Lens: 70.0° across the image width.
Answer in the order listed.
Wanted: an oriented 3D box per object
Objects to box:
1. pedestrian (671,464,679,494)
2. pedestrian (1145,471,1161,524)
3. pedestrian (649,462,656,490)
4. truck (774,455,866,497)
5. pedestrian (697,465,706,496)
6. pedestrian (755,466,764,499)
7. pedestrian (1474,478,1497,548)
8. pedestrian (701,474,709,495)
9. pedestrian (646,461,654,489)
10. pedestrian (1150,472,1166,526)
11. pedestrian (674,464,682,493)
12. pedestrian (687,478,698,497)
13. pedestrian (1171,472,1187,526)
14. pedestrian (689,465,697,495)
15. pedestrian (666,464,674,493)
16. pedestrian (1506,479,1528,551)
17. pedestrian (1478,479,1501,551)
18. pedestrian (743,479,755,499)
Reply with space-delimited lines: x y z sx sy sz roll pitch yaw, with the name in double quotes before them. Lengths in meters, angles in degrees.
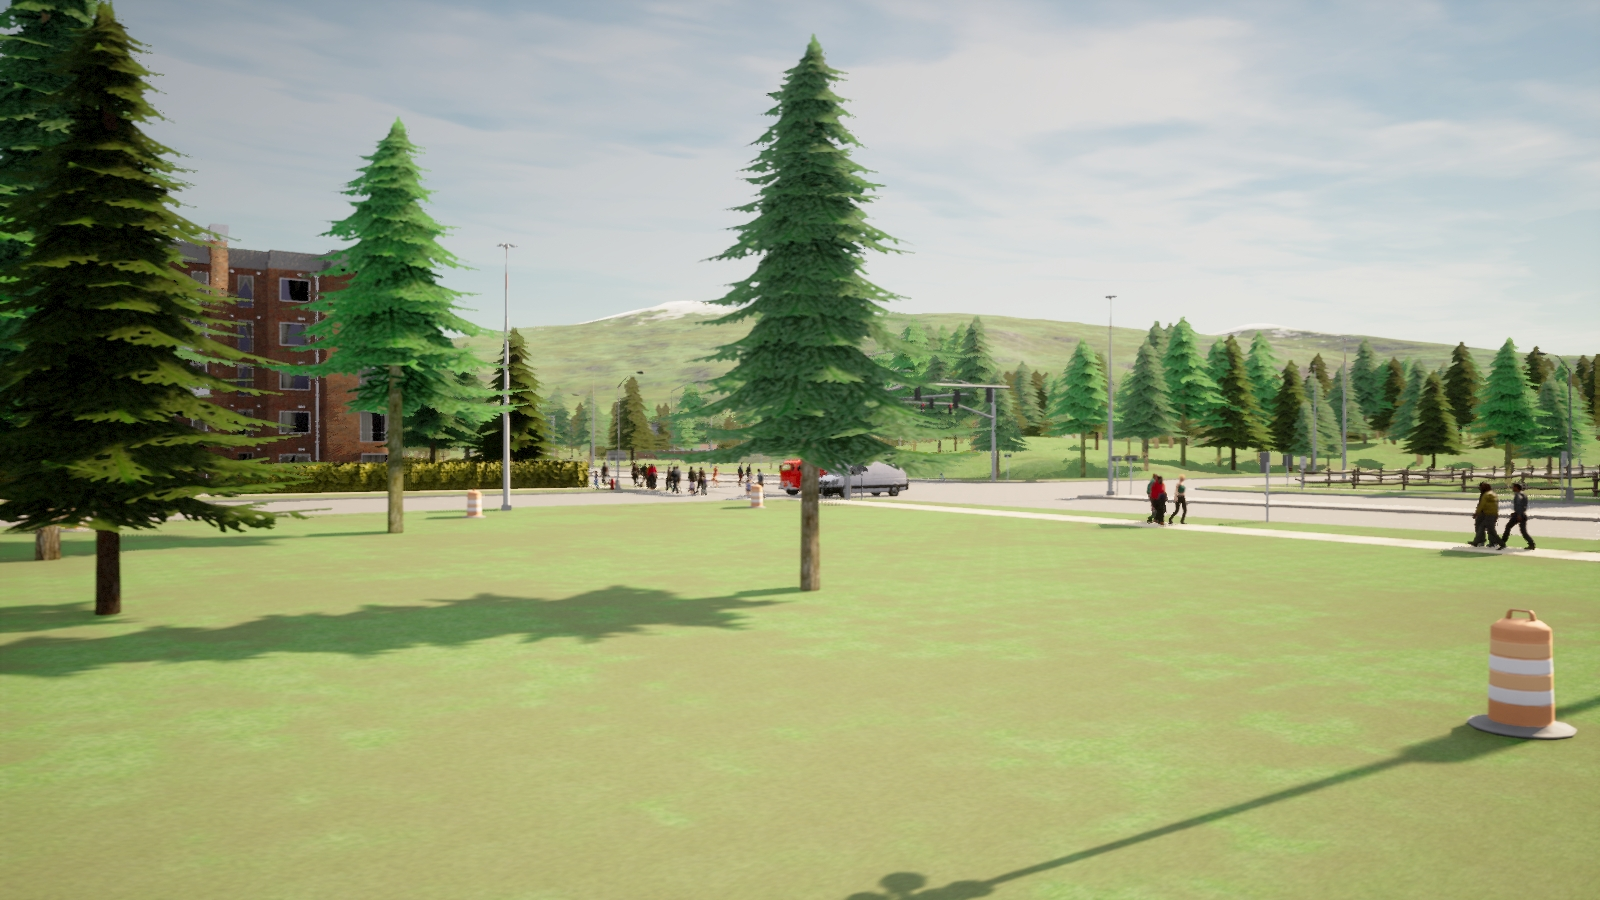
"pedestrian" -7.901 1.848 72.370 0.375 1.860 0.375 0 0 -34
"pedestrian" 12.605 1.697 40.810 0.375 1.860 0.375 0 0 -30
"pedestrian" -9.739 1.696 75.231 0.375 1.860 0.375 0 0 -22
"truck" 1.253 1.568 71.019 5.204 2.467 2.627 0 0 -35
"pedestrian" -5.986 1.848 69.504 0.375 1.860 0.375 0 0 -36
"pedestrian" -2.293 1.848 64.626 0.375 1.860 0.375 0 0 -44
"pedestrian" 18.458 1.696 30.760 0.375 1.860 0.375 0 0 -29
"pedestrian" -5.857 2.128 70.468 0.375 1.300 0.375 0 0 -34
"pedestrian" -10.069 1.697 76.750 0.375 1.860 0.375 0 0 -42
"pedestrian" 12.485 1.696 39.860 0.375 1.860 0.375 0 0 -29
"pedestrian" -7.921 1.848 74.001 0.375 1.860 0.375 0 0 -33
"pedestrian" -6.518 2.258 69.171 0.500 1.100 0.500 0 0 -41
"pedestrian" 13.209 1.696 39.781 0.375 1.860 0.375 0 0 -31
"pedestrian" -6.590 1.848 70.511 0.375 1.860 0.375 0 0 -40
"pedestrian" -8.523 1.848 74.791 0.375 1.860 0.375 0 0 -31
"pedestrian" 18.834 1.696 30.015 0.375 1.860 0.375 0 0 -31
"pedestrian" 18.038 1.696 29.897 0.375 1.860 0.375 0 0 -32
"pedestrian" -2.925 2.228 65.646 0.500 1.100 0.500 0 0 -41
